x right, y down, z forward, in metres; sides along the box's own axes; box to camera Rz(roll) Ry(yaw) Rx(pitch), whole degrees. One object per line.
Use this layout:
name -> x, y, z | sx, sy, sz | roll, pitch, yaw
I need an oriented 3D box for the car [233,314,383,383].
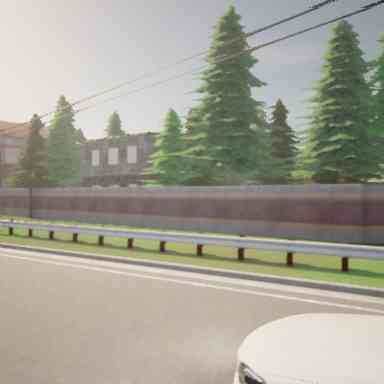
car -> 2.516, 1.525, 2.181 | 4.674, 1.442, 1.812 | 0, 0, 35
